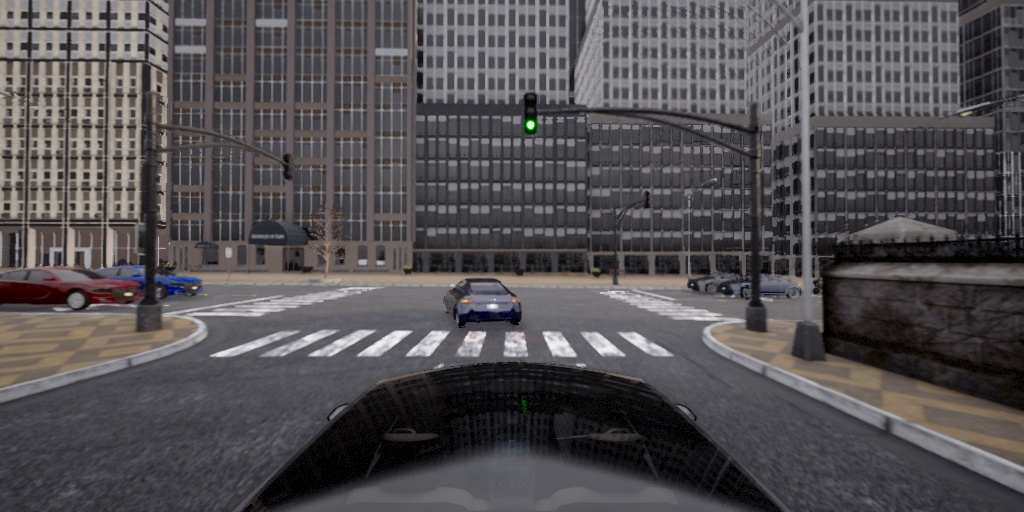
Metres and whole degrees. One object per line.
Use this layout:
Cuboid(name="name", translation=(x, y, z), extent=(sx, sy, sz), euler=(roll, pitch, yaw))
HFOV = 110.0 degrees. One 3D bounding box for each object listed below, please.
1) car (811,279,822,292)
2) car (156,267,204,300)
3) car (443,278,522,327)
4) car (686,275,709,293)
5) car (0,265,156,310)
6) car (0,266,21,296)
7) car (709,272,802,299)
Cuboid(name="car", translation=(22.812, 1.841, 24.331), extent=(4.674, 1.442, 1.812), euler=(1, -1, -1))
Cuboid(name="car", translation=(-17.420, 1.199, 16.887), extent=(5.008, 1.535, 1.882), euler=(1, -1, 0))
Cuboid(name="car", translation=(-1.119, 1.423, 12.143), extent=(1.994, 1.385, 4.181), euler=(1, -1, -16))
Cuboid(name="car", translation=(14.106, 1.771, 24.166), extent=(4.181, 1.385, 1.994), euler=(1, -1, -1))
Cuboid(name="car", translation=(-17.149, 1.158, 13.623), extent=(5.008, 1.535, 1.882), euler=(1, -1, -2))
Cuboid(name="car", translation=(-26.401, 1.172, 16.689), extent=(4.181, 1.385, 1.994), euler=(1, -1, -1))
Cuboid(name="car", translation=(14.314, 1.729, 20.918), extent=(4.181, 1.385, 1.994), euler=(1, -1, -1))
